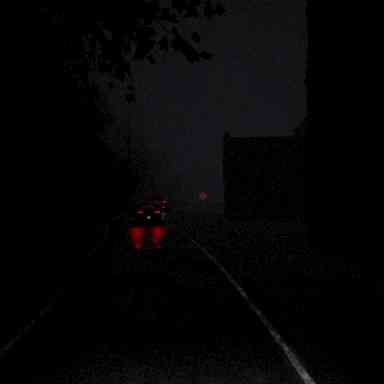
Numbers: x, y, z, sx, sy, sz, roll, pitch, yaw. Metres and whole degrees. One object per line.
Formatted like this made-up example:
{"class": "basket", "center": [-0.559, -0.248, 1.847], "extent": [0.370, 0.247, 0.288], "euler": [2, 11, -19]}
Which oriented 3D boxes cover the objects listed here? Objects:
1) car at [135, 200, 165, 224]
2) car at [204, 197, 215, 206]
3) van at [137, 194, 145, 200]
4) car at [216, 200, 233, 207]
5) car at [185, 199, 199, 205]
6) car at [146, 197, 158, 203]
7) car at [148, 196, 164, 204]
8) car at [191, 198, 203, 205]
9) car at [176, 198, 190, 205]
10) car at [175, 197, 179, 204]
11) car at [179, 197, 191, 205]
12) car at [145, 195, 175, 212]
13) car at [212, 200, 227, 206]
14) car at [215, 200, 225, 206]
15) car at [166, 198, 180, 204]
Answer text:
{"class": "car", "center": [-3.309, 1.566, 25.174], "extent": [1.812, 1.442, 4.674], "euler": [0, 0, -9]}
{"class": "car", "center": [2.473, 2.165, 76.576], "extent": [2.435, 2.045, 5.566], "euler": [4, -2, -22]}
{"class": "van", "center": [-12.760, 1.551, 84.361], "extent": [1.878, 1.987, 4.442], "euler": [4, -1, -22]}
{"class": "car", "center": [7.635, 2.752, 78.598], "extent": [2.163, 1.488, 4.792], "euler": [3, -1, -22]}
{"class": "car", "center": [0.026, 2.648, 89.862], "extent": [1.946, 1.575, 5.366], "euler": [4, -2, -22]}
{"class": "car", "center": [-10.351, 1.992, 85.472], "extent": [2.002, 1.452, 4.674], "euler": [4, -2, -22]}
{"class": "car", "center": [-7.831, 1.731, 72.349], "extent": [2.163, 1.488, 4.792], "euler": [4, -2, -22]}
{"class": "car", "center": [-0.113, 2.248, 75.493], "extent": [2.097, 1.535, 5.008], "euler": [4, -2, -22]}
{"class": "car", "center": [-2.562, 2.489, 88.816], "extent": [1.946, 1.575, 5.366], "euler": [4, -2, -22]}
{"class": "car", "center": [-5.278, 1.916, 73.444], "extent": [2.163, 1.488, 4.792], "euler": [4, -2, -22]}
{"class": "car", "center": [-2.692, 1.946, 74.492], "extent": [2.185, 1.767, 4.553], "euler": [4, -2, -22]}
{"class": "car", "center": [-3.933, 1.456, 41.902], "extent": [2.150, 2.045, 5.566], "euler": [0, -1, 4]}
{"class": "car", "center": [7.725, 3.055, 92.767], "extent": [2.097, 1.535, 5.008], "euler": [3, -1, -22]}
{"class": "car", "center": [5.055, 2.575, 77.580], "extent": [2.231, 1.521, 4.892], "euler": [3, -2, -22]}
{"class": "car", "center": [-5.089, 2.352, 87.626], "extent": [2.163, 1.488, 4.792], "euler": [4, -2, -22]}
